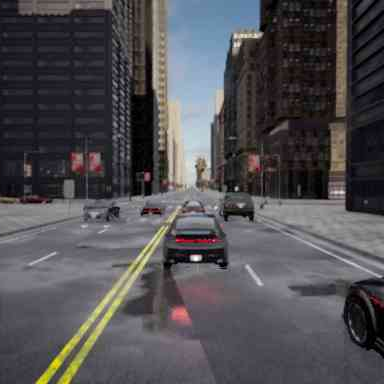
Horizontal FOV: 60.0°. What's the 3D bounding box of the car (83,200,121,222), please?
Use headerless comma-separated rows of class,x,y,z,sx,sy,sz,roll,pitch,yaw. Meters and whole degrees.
car,-6.588,1.344,24.774,2.128,1.511,4.902,0,0,0

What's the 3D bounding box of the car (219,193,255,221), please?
car,3.357,1.067,25.533,2.150,2.045,5.566,0,0,0

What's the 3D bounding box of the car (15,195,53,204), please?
car,-22.766,1.115,48.724,4.507,1.381,1.887,0,1,0

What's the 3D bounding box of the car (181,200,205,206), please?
car,0.107,1.363,26.946,1.812,1.442,4.674,0,0,0

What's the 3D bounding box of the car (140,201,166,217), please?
car,-3.332,1.426,28.999,1.895,1.301,4.718,0,0,0

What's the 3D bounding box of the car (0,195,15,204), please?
car,-28.221,1.052,48.693,4.829,1.417,1.752,0,1,0

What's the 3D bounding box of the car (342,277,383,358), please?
car,3.351,1.542,3.534,1.994,1.385,4.181,0,0,0

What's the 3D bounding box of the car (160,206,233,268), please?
car,0.103,1.438,10.984,1.837,1.490,4.892,0,0,0
